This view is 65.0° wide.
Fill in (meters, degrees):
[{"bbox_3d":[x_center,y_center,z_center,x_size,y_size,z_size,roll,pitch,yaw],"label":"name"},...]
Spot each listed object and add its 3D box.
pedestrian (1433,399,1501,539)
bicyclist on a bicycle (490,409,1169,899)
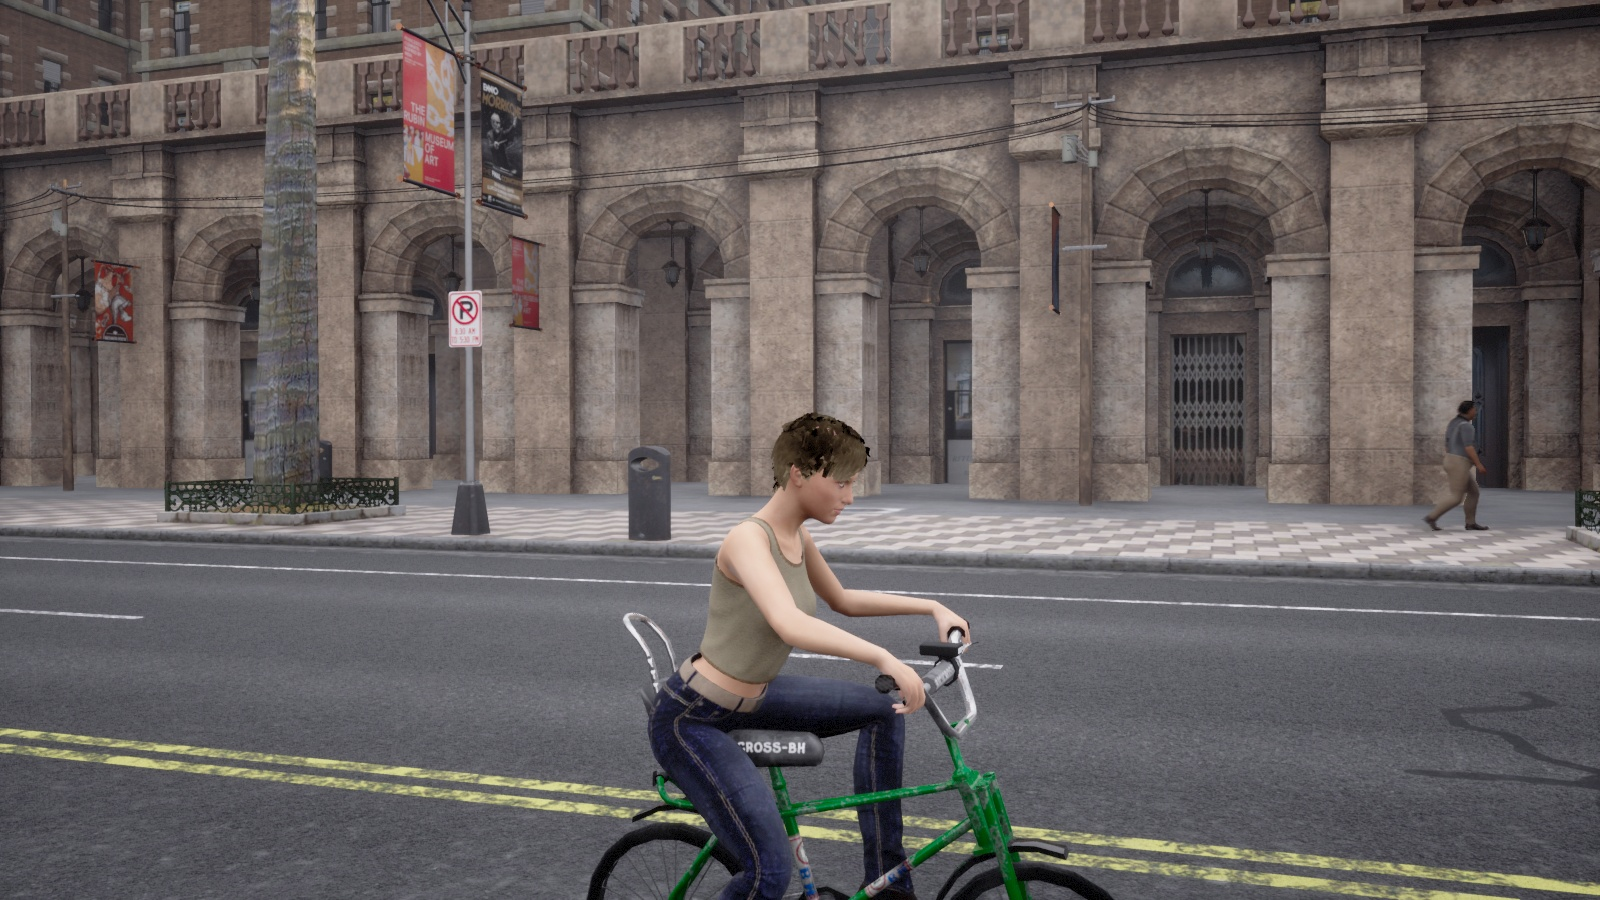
[{"bbox_3d":[9.023,0.245,16.996,0.694,1.848,0.540,0,1,15],"label":"pedestrian"},{"bbox_3d":[0.116,0.713,3.158,1.509,1.612,0.866,1,1,19],"label":"bicyclist on a bicycle"}]
